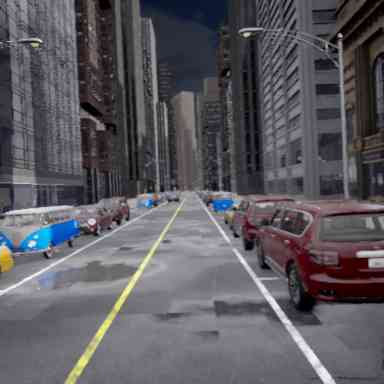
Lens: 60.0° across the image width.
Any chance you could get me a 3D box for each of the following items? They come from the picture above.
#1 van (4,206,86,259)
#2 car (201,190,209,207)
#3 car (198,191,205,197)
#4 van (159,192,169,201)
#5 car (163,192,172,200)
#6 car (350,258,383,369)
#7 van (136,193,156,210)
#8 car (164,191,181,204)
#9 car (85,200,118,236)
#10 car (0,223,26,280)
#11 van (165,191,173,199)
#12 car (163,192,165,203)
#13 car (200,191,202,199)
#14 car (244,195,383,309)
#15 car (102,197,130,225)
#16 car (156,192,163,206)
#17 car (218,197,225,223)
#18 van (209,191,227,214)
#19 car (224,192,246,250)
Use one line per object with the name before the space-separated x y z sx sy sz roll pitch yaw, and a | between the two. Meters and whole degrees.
van | -5.769 1.483 12.908 1.690 1.788 3.998 -3 1 0
car | 2.701 0.780 40.974 2.192 1.841 5.009 -3 1 0
car | 2.629 0.506 91.626 1.752 1.417 4.829 -3 1 0
van | -5.859 0.939 69.000 1.690 1.788 3.998 -3 1 0
car | -5.872 0.931 80.220 1.967 1.590 4.097 -3 1 0
car | 2.776 1.431 1.715 1.802 1.307 4.206 -3 1 0
van | -5.814 1.209 40.954 1.690 1.788 3.998 -3 1 0
car | -3.073 1.071 55.878 1.882 1.535 5.008 -3 0 0
car | -5.773 1.526 18.518 1.967 1.590 4.097 -3 1 0
car | -5.751 1.724 7.131 1.752 1.417 4.829 -3 1 0
van | -5.886 0.778 85.828 1.690 1.788 3.998 -3 1 0
car | -5.831 1.256 57.784 2.008 1.369 4.403 -3 1 0
car | 2.693 0.901 52.194 1.887 1.381 4.507 -3 1 0
car | 2.755 1.109 7.321 2.192 1.841 5.009 -3 1 0
car | -5.788 1.347 24.126 2.192 1.841 5.009 -3 1 0
car | -5.824 1.128 46.563 2.192 1.841 5.009 -3 1 0
car | 2.746 1.207 18.711 1.752 1.417 4.829 -3 1 0
van | 2.720 0.915 29.757 1.690 1.788 3.998 -3 1 0
car | 2.746 1.054 12.930 2.192 1.841 5.009 -3 1 0
